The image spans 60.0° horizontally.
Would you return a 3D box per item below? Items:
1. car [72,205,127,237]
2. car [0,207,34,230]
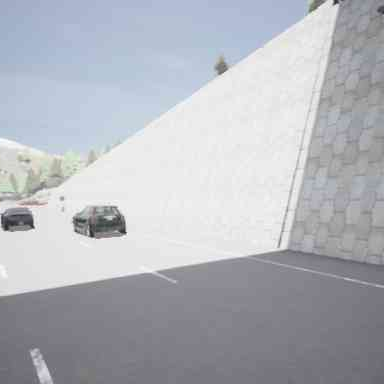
[{"bbox_3d":[-5.601,1.529,19.728,2.097,1.767,4.553,-1,0,-33],"label":"car"},{"bbox_3d":[-12.931,1.882,24.599,1.837,1.490,4.892,-1,0,-33],"label":"car"}]
